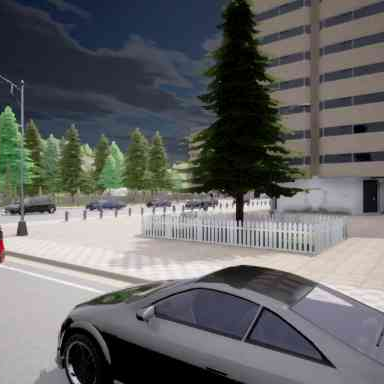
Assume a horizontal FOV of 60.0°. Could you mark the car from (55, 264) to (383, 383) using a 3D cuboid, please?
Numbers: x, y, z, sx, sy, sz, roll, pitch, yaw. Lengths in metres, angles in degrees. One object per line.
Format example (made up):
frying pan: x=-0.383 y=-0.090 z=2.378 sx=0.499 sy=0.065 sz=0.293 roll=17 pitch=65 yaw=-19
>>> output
car: x=0.373 y=1.564 z=3.726 sx=4.181 sy=1.385 sz=1.994 roll=0 pitch=0 yaw=35

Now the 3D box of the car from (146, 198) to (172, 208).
car: x=-4.923 y=1.564 z=49.362 sx=1.994 sy=1.385 sz=4.181 roll=0 pitch=0 yaw=36

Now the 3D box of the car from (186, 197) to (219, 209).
car: x=1.327 y=1.547 z=45.753 sx=2.033 sy=1.411 sz=5.357 roll=0 pitch=0 yaw=35

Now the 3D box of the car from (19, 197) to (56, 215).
car: x=-16.187 y=1.352 z=33.554 sx=2.097 sy=1.767 sz=4.553 roll=0 pitch=0 yaw=35

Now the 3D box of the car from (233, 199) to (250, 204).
car: x=9.482 y=1.564 z=63.247 sx=1.994 sy=1.385 sz=4.181 roll=0 pitch=0 yaw=35

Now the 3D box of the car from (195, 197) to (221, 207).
car: x=2.649 y=1.526 z=53.655 sx=1.812 sy=1.442 sz=4.674 roll=0 pitch=0 yaw=36

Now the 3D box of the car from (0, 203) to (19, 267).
car: x=-7.318 y=1.221 z=9.157 sx=5.566 sy=2.045 sz=2.150 roll=0 pitch=0 yaw=36

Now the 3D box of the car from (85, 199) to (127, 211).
car: x=-10.612 y=1.547 z=41.391 sx=2.033 sy=1.411 sz=5.357 roll=0 pitch=0 yaw=35
